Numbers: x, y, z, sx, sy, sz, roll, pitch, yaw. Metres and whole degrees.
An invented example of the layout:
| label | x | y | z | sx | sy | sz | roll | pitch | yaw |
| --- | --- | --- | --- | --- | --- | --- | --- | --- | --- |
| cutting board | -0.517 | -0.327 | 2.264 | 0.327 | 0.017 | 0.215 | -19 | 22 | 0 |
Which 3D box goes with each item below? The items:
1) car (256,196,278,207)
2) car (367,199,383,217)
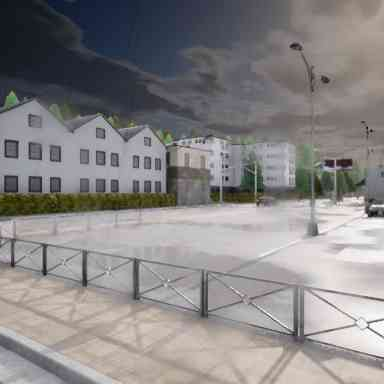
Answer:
| label | x | y | z | sx | sy | sz | roll | pitch | yaw |
| --- | --- | --- | --- | --- | --- | --- | --- | --- | --- |
| car | 10.673 | 1.312 | 47.124 | 1.837 | 1.490 | 4.892 | 0 | 0 | 32 |
| car | 15.428 | 1.298 | 26.805 | 2.007 | 1.523 | 4.514 | 0 | 0 | 35 |
